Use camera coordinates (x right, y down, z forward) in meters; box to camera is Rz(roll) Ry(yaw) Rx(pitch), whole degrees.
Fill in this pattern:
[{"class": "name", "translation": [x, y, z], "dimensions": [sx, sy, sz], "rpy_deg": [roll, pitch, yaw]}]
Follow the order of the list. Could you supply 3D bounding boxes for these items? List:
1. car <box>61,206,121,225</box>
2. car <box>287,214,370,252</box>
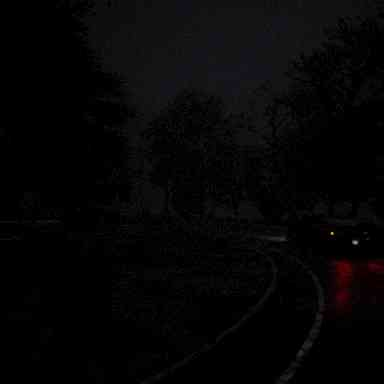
[{"class": "car", "translation": [-8.541, 1.951, 28.078], "dimensions": [5.008, 1.535, 1.882], "rpy_deg": [-1, -2, 8]}, {"class": "car", "translation": [5.853, 1.707, 14.706], "dimensions": [1.812, 1.442, 4.674], "rpy_deg": [0, -1, -6]}]
